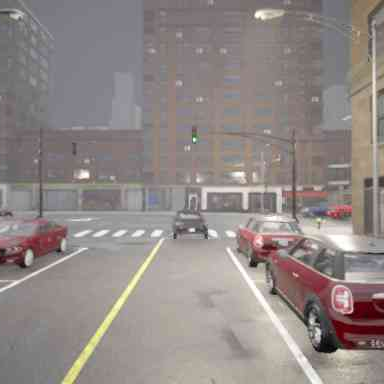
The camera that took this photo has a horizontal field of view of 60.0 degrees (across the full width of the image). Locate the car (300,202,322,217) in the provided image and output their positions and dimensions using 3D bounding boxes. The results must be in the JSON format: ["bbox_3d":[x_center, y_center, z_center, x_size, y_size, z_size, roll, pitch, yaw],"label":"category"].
[{"bbox_3d":[13.461,1.839,34.387,4.553,1.767,2.097,0,-1,0],"label":"car"}]

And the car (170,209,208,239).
[{"bbox_3d":[-0.209,1.684,18.574,1.812,1.442,4.674,0,0,-5],"label":"car"}]

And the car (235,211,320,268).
[{"bbox_3d":[2.676,1.552,11.725,1.967,1.590,4.097,1,-1,0],"label":"car"}]

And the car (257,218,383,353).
[{"bbox_3d":[2.676,1.500,6.243,1.967,1.590,4.097,1,-1,0],"label":"car"}]

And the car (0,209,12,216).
[{"bbox_3d":[-16.384,1.417,24.628,4.553,1.767,2.097,0,-1,0],"label":"car"}]

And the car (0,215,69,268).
[{"bbox_3d":[-5.850,1.656,11.725,1.887,1.381,4.507,1,-1,0],"label":"car"}]

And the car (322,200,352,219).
[{"bbox_3d":[15.576,1.664,31.127,5.566,2.045,2.150,1,-1,0],"label":"car"}]
